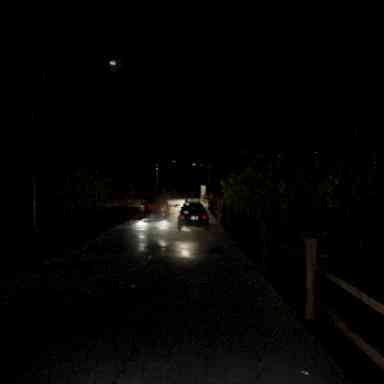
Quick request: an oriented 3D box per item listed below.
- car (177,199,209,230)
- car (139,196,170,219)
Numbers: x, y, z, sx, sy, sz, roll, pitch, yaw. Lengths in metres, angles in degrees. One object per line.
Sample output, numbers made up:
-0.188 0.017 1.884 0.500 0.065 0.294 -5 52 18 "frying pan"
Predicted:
0.065 1.396 19.968 2.033 1.411 5.357 0 0 0 "car"
-2.876 1.152 26.180 2.097 1.767 4.553 0 0 0 "car"
